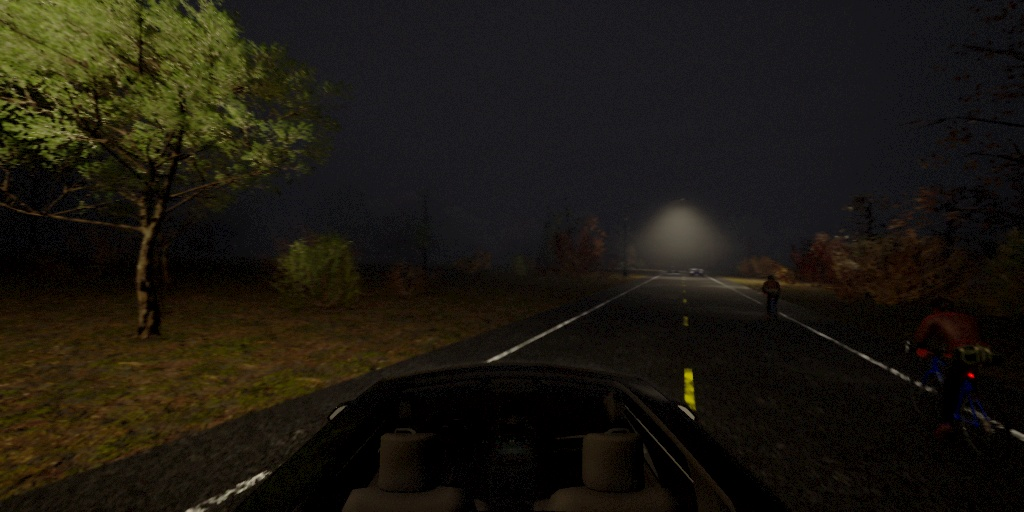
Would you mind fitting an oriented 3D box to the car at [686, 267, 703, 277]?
[{"bbox_3d":[28.658,2.580,55.827,1.895,1.301,4.718,0,-1,26],"label":"car"}]

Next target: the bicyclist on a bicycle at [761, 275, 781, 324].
[{"bbox_3d":[9.041,1.492,12.497,0.582,1.620,1.656,0,-1,25],"label":"bicyclist on a bicycle"}]

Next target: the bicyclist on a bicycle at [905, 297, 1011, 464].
[{"bbox_3d":[5.072,1.314,4.139,0.582,1.620,1.656,0,-1,25],"label":"bicyclist on a bicycle"}]
